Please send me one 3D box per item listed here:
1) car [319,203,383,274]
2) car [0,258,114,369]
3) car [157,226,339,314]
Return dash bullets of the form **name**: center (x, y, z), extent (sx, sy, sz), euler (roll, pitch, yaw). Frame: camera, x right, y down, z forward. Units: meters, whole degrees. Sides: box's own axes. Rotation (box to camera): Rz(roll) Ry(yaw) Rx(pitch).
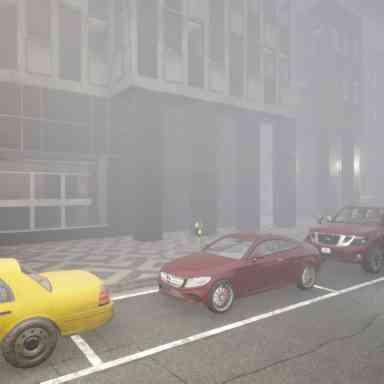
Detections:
- **car**: center (5.798, 1.314, 10.779), extent (5.009, 1.841, 2.192), euler (0, 0, -35)
- **car**: center (-3.466, 1.525, 4.180), extent (4.829, 1.417, 1.752), euler (0, 0, -35)
- **car**: center (1.235, 1.582, 7.528), extent (4.206, 1.307, 1.802), euler (0, 0, -35)
